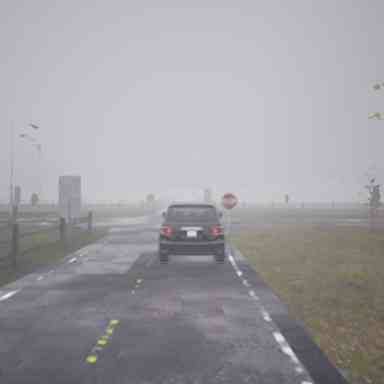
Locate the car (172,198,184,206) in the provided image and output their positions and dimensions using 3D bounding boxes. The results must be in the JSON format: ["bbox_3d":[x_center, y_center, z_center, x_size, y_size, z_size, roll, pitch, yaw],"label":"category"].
[{"bbox_3d":[-2.748,2.026,67.556,2.128,1.511,4.902,0,0,0],"label":"car"}]

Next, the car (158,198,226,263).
[{"bbox_3d":[0.012,1.342,12.579,2.150,2.045,5.566,0,0,0],"label":"car"}]
